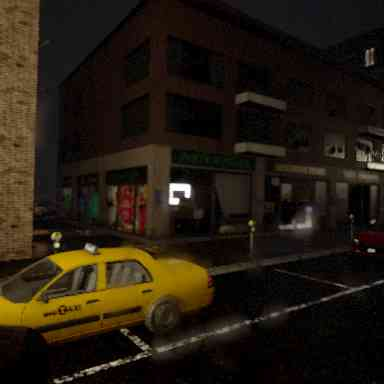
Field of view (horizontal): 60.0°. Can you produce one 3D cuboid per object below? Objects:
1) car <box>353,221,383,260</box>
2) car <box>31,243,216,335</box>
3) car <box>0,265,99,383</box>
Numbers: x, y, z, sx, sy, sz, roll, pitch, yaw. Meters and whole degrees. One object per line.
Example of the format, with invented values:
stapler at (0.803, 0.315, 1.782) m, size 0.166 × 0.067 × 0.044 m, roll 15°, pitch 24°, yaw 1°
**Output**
car at (7.575, 1.644, 11.942) m, size 4.507 × 1.381 × 1.887 m, roll 1°, pitch 1°, yaw -35°
car at (-1.840, 1.537, 5.227) m, size 4.829 × 1.417 × 1.752 m, roll 1°, pitch 1°, yaw -35°
car at (-3.067, 1.491, 1.192) m, size 4.892 × 1.490 × 1.837 m, roll 1°, pitch 0°, yaw -36°
